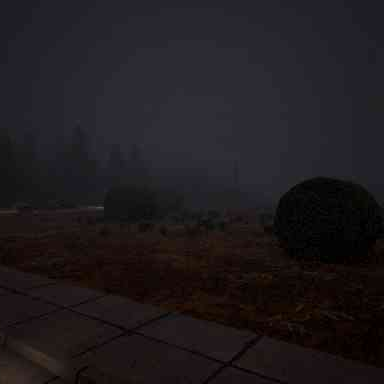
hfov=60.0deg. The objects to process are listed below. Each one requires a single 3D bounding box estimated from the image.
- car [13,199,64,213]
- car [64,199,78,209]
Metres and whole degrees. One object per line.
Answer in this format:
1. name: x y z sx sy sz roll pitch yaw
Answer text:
1. car: -16.773 1.521 35.997 1.812 1.442 4.674 0 0 37
2. car: -16.737 1.555 42.309 1.994 1.385 4.181 0 0 37
